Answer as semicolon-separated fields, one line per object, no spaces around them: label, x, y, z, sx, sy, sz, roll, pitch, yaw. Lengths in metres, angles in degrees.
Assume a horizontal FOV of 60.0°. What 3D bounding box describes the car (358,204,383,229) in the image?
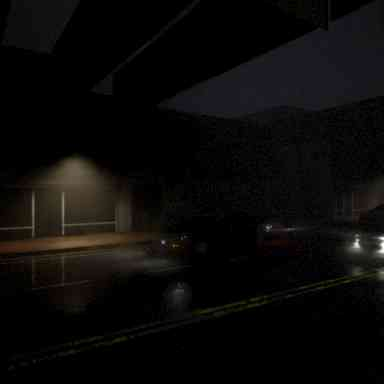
car;12.179;1.476;20.353;5.008;1.535;1.882;0;0;-33

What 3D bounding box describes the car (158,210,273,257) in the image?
car;1.018;1.503;13.011;4.892;1.490;1.837;0;0;-33
